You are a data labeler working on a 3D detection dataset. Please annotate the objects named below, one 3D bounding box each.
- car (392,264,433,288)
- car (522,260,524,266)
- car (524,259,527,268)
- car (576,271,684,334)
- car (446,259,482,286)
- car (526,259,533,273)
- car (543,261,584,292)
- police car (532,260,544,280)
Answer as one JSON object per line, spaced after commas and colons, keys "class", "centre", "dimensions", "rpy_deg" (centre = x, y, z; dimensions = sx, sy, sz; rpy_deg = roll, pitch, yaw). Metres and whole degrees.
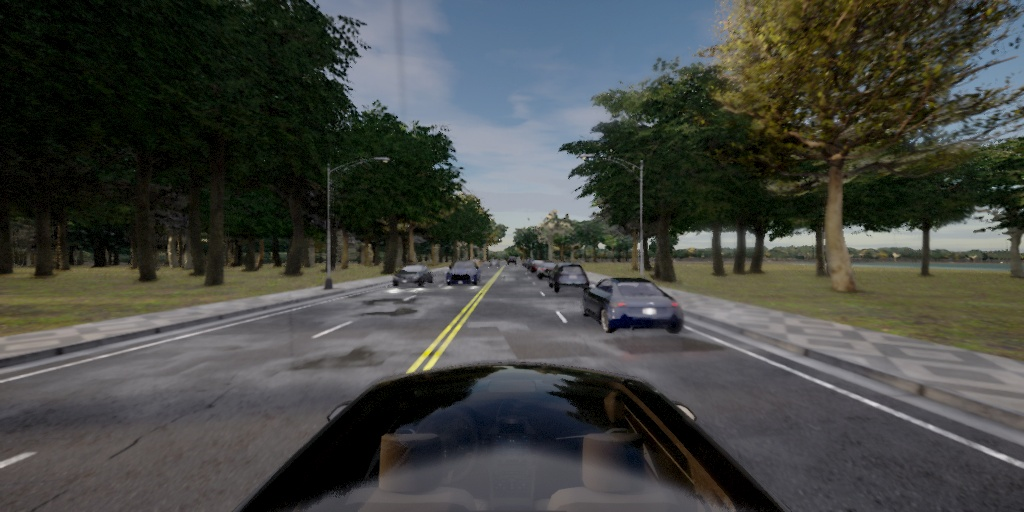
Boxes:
{"class": "car", "centre": [-6.601, 1.287, 24.372], "dimensions": [1.812, 1.442, 4.674], "rpy_deg": [0, 0, 0]}
{"class": "car", "centre": [3.238, 1.361, 65.292], "dimensions": [1.837, 1.490, 4.892], "rpy_deg": [0, 0, 0]}
{"class": "car", "centre": [3.240, 1.328, 54.291], "dimensions": [1.837, 1.490, 4.892], "rpy_deg": [0, 0, 0]}
{"class": "car", "centre": [3.344, 1.315, 10.694], "dimensions": [1.994, 1.385, 4.181], "rpy_deg": [0, 0, 0]}
{"class": "car", "centre": [-3.349, 1.114, 25.554], "dimensions": [2.097, 1.767, 4.553], "rpy_deg": [0, 0, 0]}
{"class": "car", "centre": [3.242, 1.299, 43.320], "dimensions": [2.163, 1.488, 4.792], "rpy_deg": [0, 0, 0]}
{"class": "car", "centre": [3.246, 1.190, 21.289], "dimensions": [2.033, 1.649, 4.856], "rpy_deg": [0, 0, 0]}
{"class": "police car", "centre": [3.244, 1.278, 32.290], "dimensions": [2.038, 1.542, 4.974], "rpy_deg": [0, 0, 0]}
